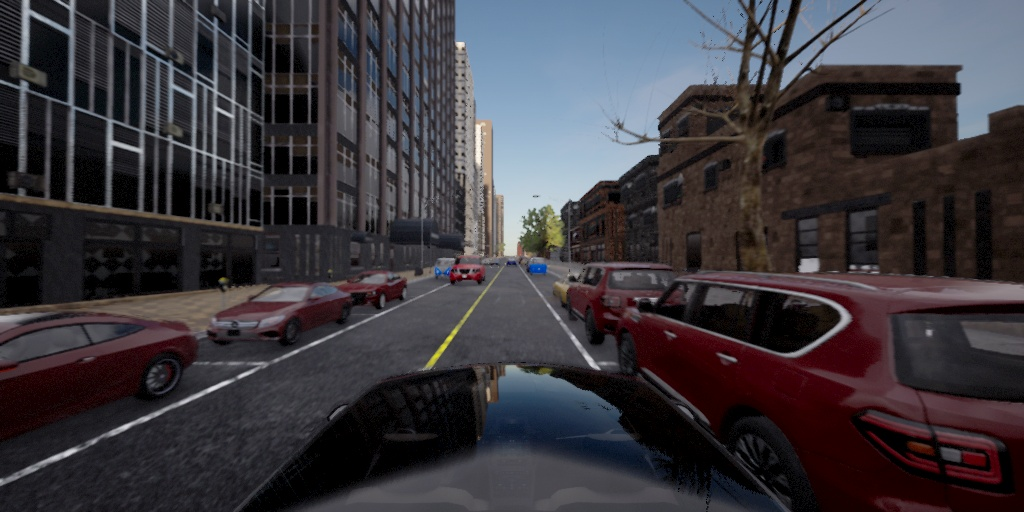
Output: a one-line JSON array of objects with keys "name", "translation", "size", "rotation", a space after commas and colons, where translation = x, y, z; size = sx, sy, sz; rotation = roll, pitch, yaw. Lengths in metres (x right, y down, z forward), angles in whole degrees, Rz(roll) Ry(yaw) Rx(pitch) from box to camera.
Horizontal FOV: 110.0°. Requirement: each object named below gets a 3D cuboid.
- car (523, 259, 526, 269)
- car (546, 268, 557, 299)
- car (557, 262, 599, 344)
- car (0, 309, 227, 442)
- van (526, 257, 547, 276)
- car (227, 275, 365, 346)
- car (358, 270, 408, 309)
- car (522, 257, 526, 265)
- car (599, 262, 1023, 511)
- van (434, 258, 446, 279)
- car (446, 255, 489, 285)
[{"name": "car", "translation": [2.640, 1.305, 42.718], "size": [1.948, 1.339, 4.313], "rotation": [0, 0, 0]}, {"name": "car", "translation": [2.675, 1.278, 15.155], "size": [1.751, 1.417, 4.829], "rotation": [0, 0, 0]}, {"name": "car", "translation": [2.682, 1.067, 9.438], "size": [2.192, 1.841, 5.009], "rotation": [0, 0, 0]}, {"name": "car", "translation": [-5.692, 1.332, 3.878], "size": [1.802, 1.307, 4.207], "rotation": [0, 0, 0]}, {"name": "van", "translation": [2.647, 1.084, 37.171], "size": [1.690, 1.789, 3.998], "rotation": [0, 0, 0]}, {"name": "car", "translation": [-5.698, 1.334, 9.427], "size": [1.802, 1.307, 4.207], "rotation": [0, 0, 0]}, {"name": "car", "translation": [-5.705, 1.297, 14.973], "size": [1.888, 1.381, 4.507], "rotation": [0, 0, 0]}, {"name": "car", "translation": [2.935, 1.235, 53.200], "size": [1.837, 1.490, 4.892], "rotation": [0, 0, 0]}, {"name": "car", "translation": [2.689, 1.066, 3.889], "size": [2.192, 1.841, 5.009], "rotation": [0, 0, 0]}, {"name": "van", "translation": [-5.727, 1.087, 31.613], "size": [1.690, 1.789, 3.998], "rotation": [0, 0, 0]}, {"name": "car", "translation": [-3.129, 0.970, 26.378], "size": [2.150, 2.045, 5.566], "rotation": [0, 0, 0]}]
